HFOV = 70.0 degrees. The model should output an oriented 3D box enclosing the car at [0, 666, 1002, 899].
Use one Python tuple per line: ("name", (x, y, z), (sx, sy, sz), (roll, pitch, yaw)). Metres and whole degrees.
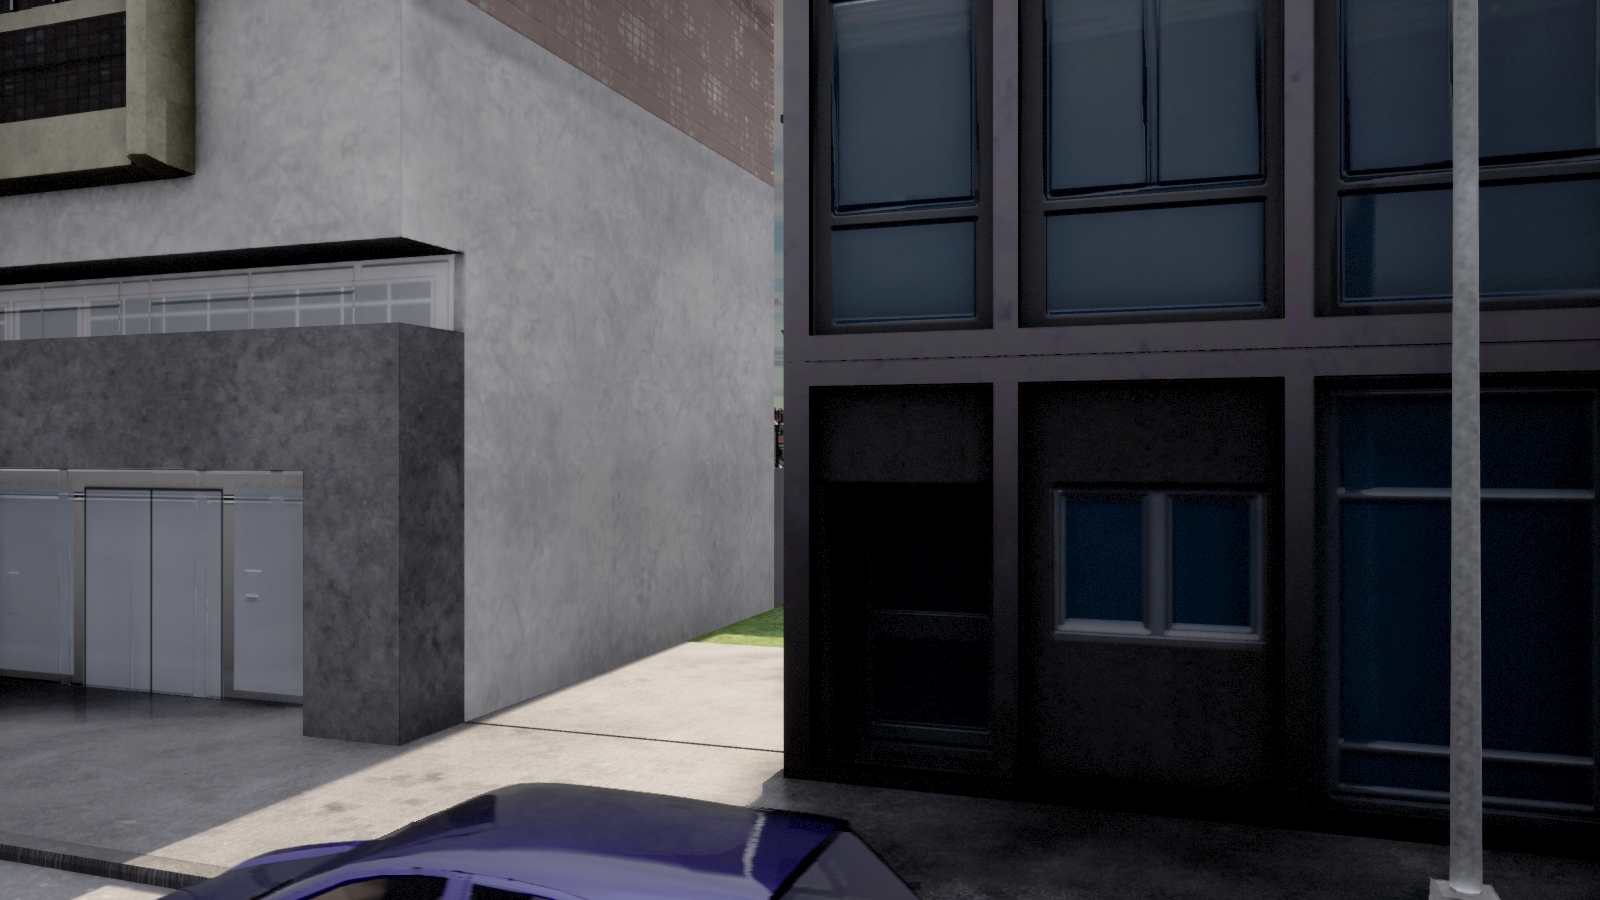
("car", (-1.232, 1.818, 4.205), (3.633, 1.501, 1.845), (0, 0, 20))
